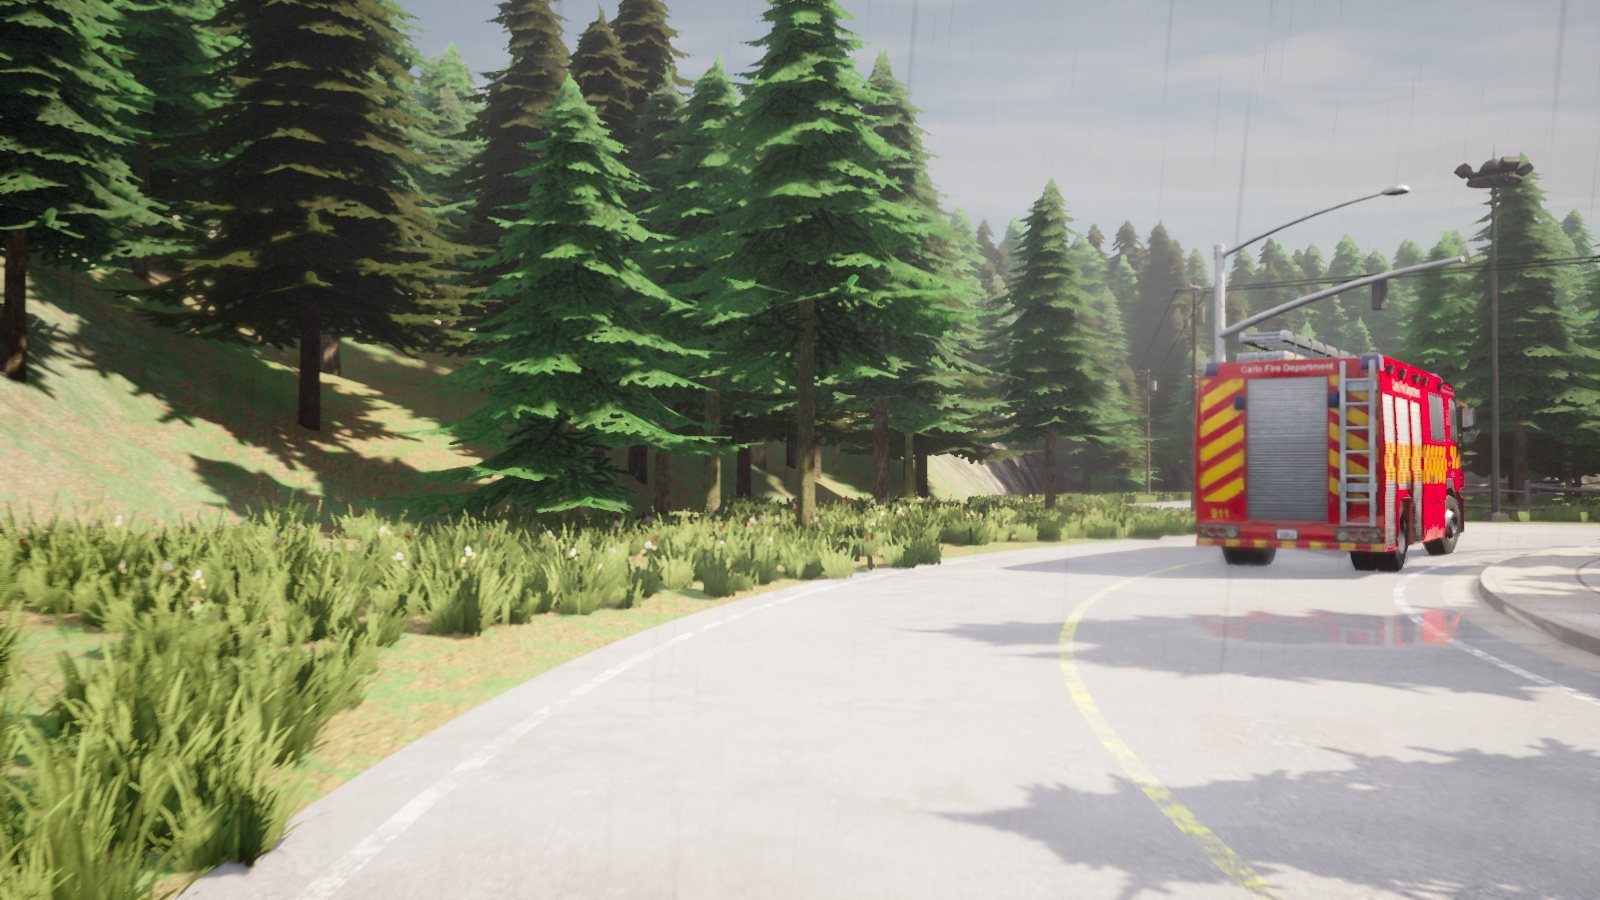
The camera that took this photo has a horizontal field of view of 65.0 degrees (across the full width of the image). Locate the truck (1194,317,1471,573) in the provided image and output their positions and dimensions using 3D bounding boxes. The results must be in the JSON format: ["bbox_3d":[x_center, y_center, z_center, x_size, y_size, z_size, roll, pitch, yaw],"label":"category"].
[{"bbox_3d":[10.067,-0.002,23.075,2.891,3.827,8.468,-1,-1,35],"label":"truck"}]

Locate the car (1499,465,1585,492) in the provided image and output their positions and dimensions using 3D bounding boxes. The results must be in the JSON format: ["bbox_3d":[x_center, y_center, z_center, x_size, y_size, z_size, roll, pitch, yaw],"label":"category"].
[{"bbox_3d":[46.858,1.769,79.267,5.027,1.651,2.152,0,-1,-25],"label":"car"}]
